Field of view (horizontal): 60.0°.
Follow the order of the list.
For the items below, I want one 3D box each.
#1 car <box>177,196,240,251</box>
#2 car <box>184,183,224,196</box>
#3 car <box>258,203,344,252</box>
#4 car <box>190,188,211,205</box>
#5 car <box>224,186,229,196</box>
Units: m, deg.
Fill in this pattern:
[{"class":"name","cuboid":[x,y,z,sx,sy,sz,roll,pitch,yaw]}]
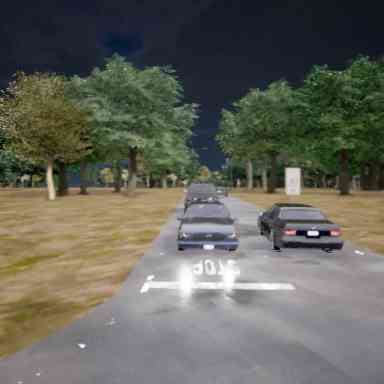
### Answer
[{"class":"car","cuboid":[0.536,1.070,11.944,2.033,1.411,5.357,1,2,1]},{"class":"car","cuboid":[0.676,0.421,22.278,2.150,2.045,5.566,0,2,0]},{"class":"car","cuboid":[3.504,1.105,11.613,2.033,1.411,5.357,1,2,4]},{"class":"car","cuboid":[0.818,0.377,32.621,1.837,1.490,4.892,1,2,1]},{"class":"car","cuboid":[4.191,-0.078,47.877,1.837,1.490,4.892,0,2,1]}]
